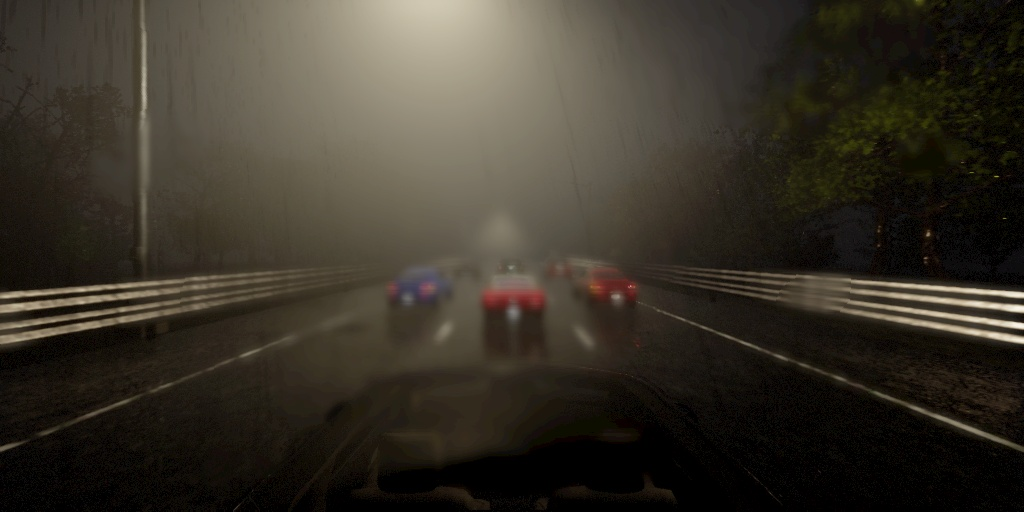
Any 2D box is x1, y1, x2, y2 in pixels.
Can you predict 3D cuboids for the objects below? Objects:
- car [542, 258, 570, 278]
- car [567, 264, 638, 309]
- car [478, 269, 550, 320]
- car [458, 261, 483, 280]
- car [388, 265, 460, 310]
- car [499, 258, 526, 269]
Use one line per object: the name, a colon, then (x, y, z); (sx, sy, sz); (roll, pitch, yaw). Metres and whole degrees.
car: (3.576, 0.975, 28.476); (2.097, 1.767, 4.553); (0, 0, 0)
car: (3.576, 1.215, 14.355); (1.812, 1.442, 4.674); (0, 0, 0)
car: (0.068, 1.300, 12.367); (1.895, 1.301, 4.718); (0, 0, 0)
car: (-3.422, 1.115, 28.787); (2.128, 1.511, 4.902); (0, 0, 0)
car: (-3.424, 1.216, 14.141); (1.812, 1.442, 4.674); (0, 0, 0)
car: (0.075, 0.975, 28.490); (2.097, 1.767, 4.553); (0, 0, 0)
